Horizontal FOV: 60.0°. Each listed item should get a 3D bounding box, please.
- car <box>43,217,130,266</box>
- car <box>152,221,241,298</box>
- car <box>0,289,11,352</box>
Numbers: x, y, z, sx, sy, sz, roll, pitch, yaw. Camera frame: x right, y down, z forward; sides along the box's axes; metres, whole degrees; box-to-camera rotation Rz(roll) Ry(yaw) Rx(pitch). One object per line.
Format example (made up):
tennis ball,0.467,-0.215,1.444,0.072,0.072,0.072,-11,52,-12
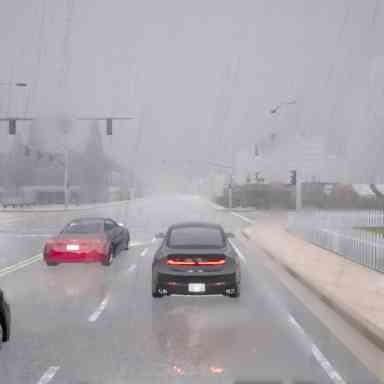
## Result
car,-3.423,1.564,11.556,1.994,1.385,4.181,0,0,0
car,0.083,1.505,8.519,1.837,1.490,4.892,0,0,0
car,-3.410,1.492,2.647,2.128,1.511,4.902,0,0,0
